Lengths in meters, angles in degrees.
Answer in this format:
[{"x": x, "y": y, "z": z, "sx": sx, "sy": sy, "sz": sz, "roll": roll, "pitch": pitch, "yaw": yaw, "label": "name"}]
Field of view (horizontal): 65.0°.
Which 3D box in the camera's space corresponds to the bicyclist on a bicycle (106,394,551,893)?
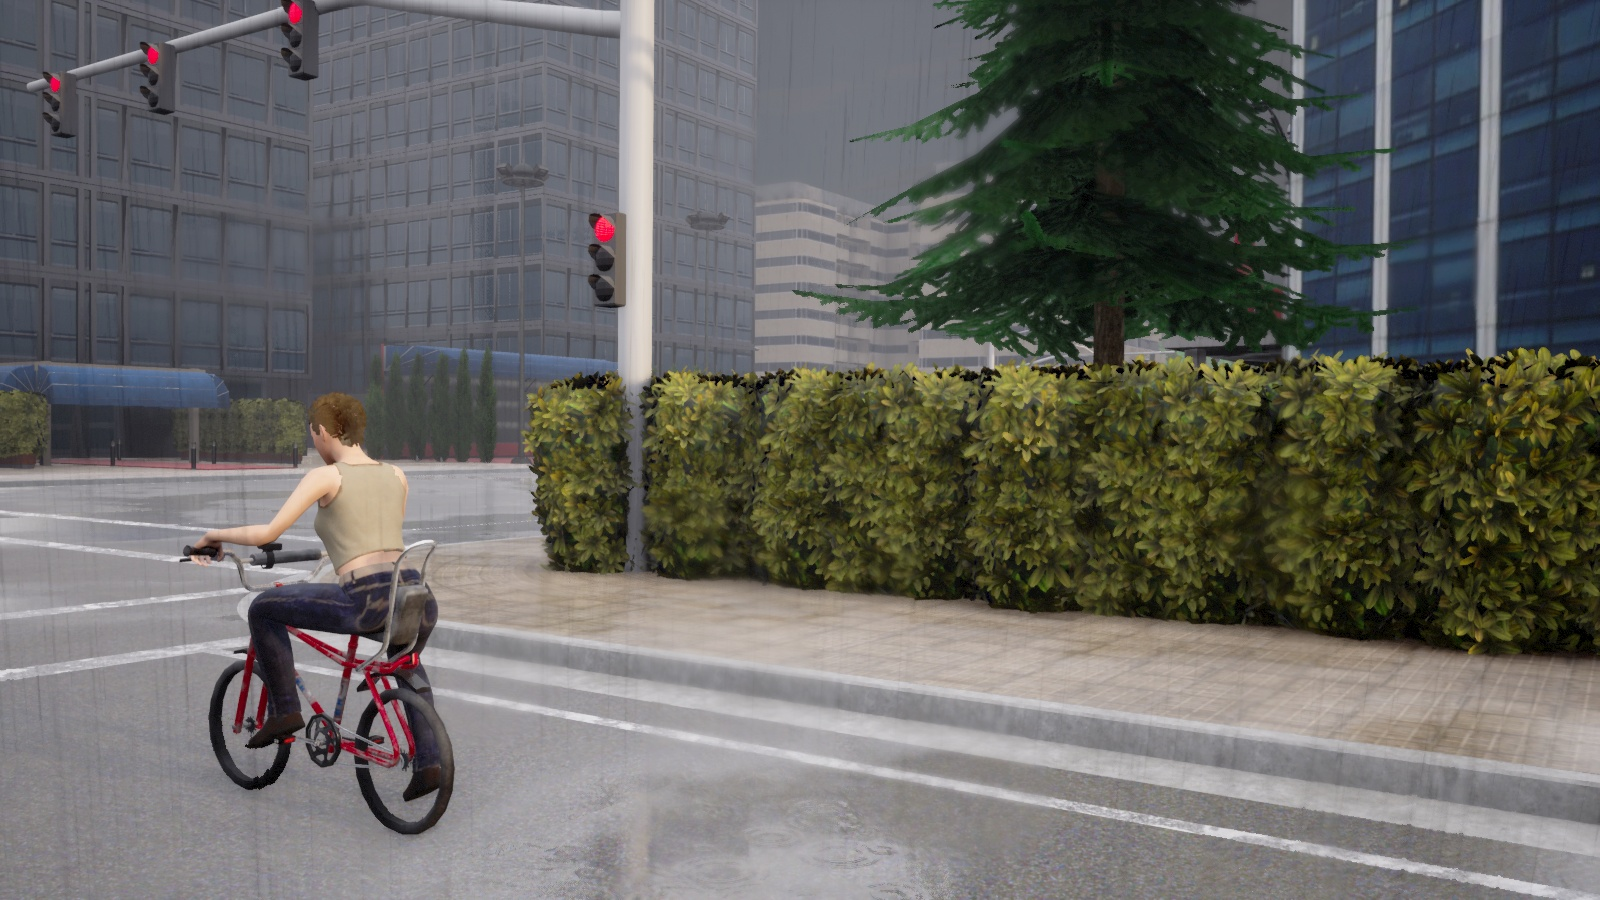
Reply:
[{"x": -1.824, "y": 0.618, "z": 4.828, "sx": 1.509, "sy": 1.612, "sz": 0.866, "roll": 0, "pitch": 1, "yaw": 34, "label": "bicyclist on a bicycle"}]
